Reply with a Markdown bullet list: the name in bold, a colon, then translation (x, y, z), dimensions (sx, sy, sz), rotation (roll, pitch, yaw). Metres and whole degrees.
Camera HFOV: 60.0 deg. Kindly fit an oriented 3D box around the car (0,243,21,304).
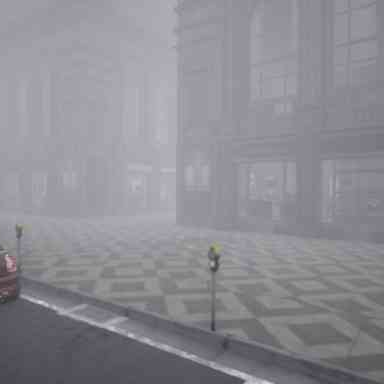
- **car**: translation (-5.322, 1.387, 6.758), dimensions (4.097, 1.590, 1.967), rotation (0, 0, 36)
